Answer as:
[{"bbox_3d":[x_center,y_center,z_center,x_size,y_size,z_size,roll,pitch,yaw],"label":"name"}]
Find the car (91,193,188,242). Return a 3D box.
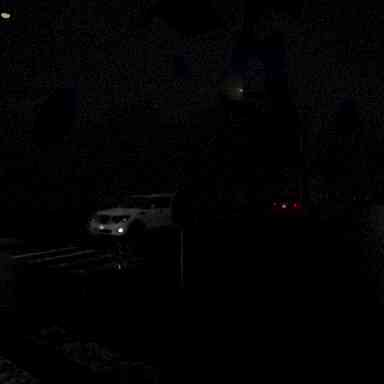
[{"bbox_3d":[-2.135,1.093,16.039,2.150,2.045,5.566,0,0,36],"label":"car"}]

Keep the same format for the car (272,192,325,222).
[{"bbox_3d":[7.834,1.050,24.698,2.150,2.045,5.566,0,0,36],"label":"car"}]

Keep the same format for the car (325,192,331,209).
[{"bbox_3d":[14.548,1.023,38.854,2.150,2.045,5.566,0,0,36],"label":"car"}]

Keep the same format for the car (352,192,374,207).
[{"bbox_3d":[24.494,1.068,47.530,2.150,2.045,5.566,0,0,36],"label":"car"}]
